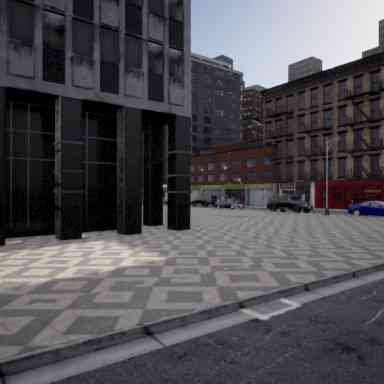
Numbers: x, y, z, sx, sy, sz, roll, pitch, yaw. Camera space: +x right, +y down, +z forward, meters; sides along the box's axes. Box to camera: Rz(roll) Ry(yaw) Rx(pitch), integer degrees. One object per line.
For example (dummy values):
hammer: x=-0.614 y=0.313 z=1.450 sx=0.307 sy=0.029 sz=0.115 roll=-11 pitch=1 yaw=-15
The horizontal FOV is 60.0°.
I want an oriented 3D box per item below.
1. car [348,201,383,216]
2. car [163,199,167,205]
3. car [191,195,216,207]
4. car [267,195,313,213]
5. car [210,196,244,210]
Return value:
car: x=17.134 y=1.578 z=30.808 sx=1.882 sy=1.535 sz=5.008 roll=0 pitch=-1 yaw=-37
car: x=-4.084 y=1.843 z=65.023 sx=1.837 sy=1.490 sz=4.892 roll=0 pitch=0 yaw=-36
car: x=2.134 y=1.521 z=56.624 sx=2.150 sy=2.045 sz=5.566 roll=0 pitch=0 yaw=-36
car: x=11.284 y=1.392 z=38.806 sx=2.150 sy=2.045 sz=5.566 roll=0 pitch=-1 yaw=-36
car: x=5.248 y=1.727 z=47.060 sx=2.128 sy=1.511 sz=4.902 roll=0 pitch=0 yaw=-36
